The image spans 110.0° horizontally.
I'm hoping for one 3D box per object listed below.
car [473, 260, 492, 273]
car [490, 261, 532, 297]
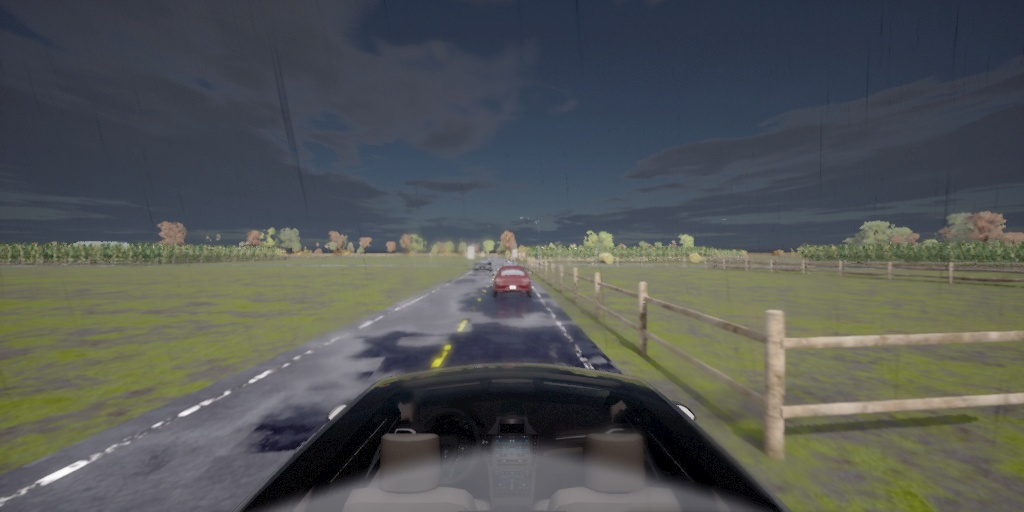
[{"bbox_3d":[-3.201,1.107,40.309,1.994,1.385,4.181,0,0,-1],"label":"car"},{"bbox_3d":[0.021,1.192,18.082,1.812,1.442,4.674,0,1,0],"label":"car"}]
